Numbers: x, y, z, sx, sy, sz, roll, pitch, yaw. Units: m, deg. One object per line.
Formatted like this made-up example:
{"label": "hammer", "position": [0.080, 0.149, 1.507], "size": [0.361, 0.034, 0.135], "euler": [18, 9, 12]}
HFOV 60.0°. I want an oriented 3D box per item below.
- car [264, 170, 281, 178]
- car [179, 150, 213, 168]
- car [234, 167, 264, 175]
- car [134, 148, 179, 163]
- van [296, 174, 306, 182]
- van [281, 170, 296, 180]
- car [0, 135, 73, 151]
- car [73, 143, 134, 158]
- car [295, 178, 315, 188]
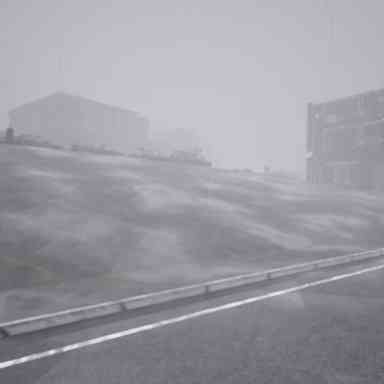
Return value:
{"label": "car", "position": [10.874, -2.393, 49.294], "size": [2.002, 1.452, 4.674], "euler": [1, -2, 40]}
{"label": "car", "position": [-0.090, -3.329, 36.878], "size": [2.435, 2.045, 5.566], "euler": [1, -1, 44]}
{"label": "car", "position": [7.288, -2.630, 45.075], "size": [2.002, 1.452, 4.674], "euler": [1, -2, 41]}
{"label": "car", "position": [-3.988, -3.378, 32.841], "size": [2.185, 1.767, 4.553], "euler": [1, -1, 45]}
{"label": "van", "position": [17.897, -2.115, 58.029], "size": [1.878, 1.987, 4.442], "euler": [1, -2, 38]}
{"label": "van", "position": [14.487, -2.394, 53.673], "size": [1.878, 1.987, 4.442], "euler": [1, -2, 39]}
{"label": "car", "position": [-11.899, -3.496, 25.115], "size": [4.674, 1.452, 2.002], "euler": [2, -1, -42]}
{"label": "car", "position": [-7.978, -3.405, 28.858], "size": [4.892, 1.521, 2.231], "euler": [2, -1, -44]}
{"label": "car", "position": [21.170, -1.571, 62.374], "size": [2.163, 1.488, 4.792], "euler": [1, -3, 37]}
